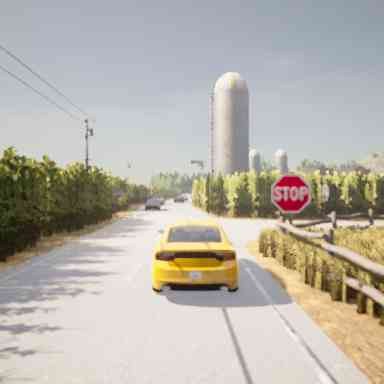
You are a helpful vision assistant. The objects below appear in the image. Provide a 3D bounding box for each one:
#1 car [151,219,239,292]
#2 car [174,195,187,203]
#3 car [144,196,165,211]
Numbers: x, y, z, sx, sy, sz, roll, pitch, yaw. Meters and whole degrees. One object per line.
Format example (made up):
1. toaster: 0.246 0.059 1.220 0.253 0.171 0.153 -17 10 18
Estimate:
1. car: 0.070 1.460 8.936 1.882 1.535 5.008 0 0 0
2. car: -2.540 1.417 65.112 2.033 1.411 5.357 0 0 2
3. car: -4.535 1.469 38.901 2.033 1.411 5.357 0 0 -5
